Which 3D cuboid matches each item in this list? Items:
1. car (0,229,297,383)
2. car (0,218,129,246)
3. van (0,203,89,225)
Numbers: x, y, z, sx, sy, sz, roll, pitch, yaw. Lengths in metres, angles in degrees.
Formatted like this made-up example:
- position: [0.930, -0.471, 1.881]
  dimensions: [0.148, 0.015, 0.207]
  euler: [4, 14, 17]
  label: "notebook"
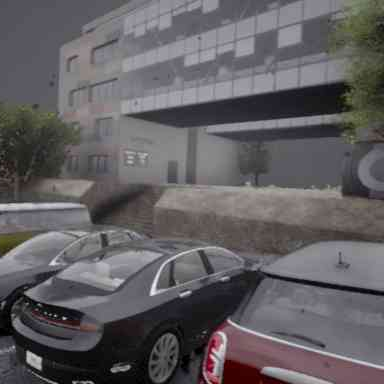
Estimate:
- position: [-0.247, 1.494, 5.450]
  dimensions: [2.231, 1.521, 4.892]
  euler: [0, 0, 35]
  label: "car"
- position: [-2.515, 1.504, 7.082]
  dimensions: [2.231, 1.521, 4.892]
  euler: [0, 0, 36]
  label: "car"
- position: [-4.861, 1.288, 8.605]
  dimensions: [1.878, 1.987, 4.442]
  euler: [0, 0, 35]
  label: "van"
